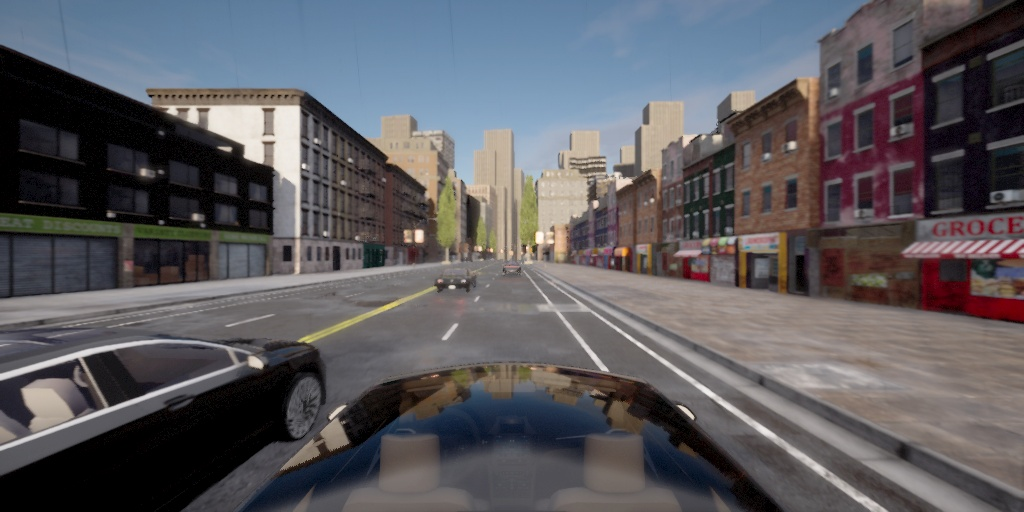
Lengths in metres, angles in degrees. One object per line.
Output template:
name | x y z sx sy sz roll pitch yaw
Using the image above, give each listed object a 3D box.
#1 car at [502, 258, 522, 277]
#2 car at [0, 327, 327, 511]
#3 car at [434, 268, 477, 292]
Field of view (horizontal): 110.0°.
car | 0.005 1.206 35.895 2.128 1.511 4.902 0 0 0
car | -3.154 1.242 2.425 2.128 1.511 4.902 0 0 0
car | -3.150 1.358 21.071 1.895 1.301 4.718 0 0 0
